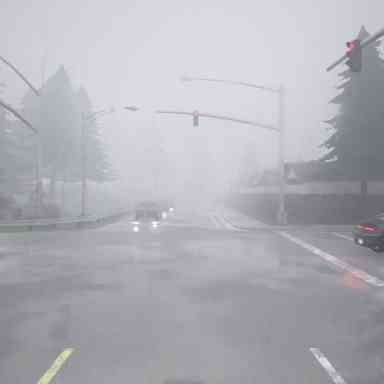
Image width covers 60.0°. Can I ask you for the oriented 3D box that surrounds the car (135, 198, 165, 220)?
[{"bbox_3d":[-3.611,1.505,28.043,1.837,1.490,4.892,0,0,0],"label":"car"}]

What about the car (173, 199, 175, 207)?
[{"bbox_3d":[-3.528,1.504,48.312,1.837,1.490,4.892,0,0,2],"label":"car"}]

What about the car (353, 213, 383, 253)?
[{"bbox_3d":[7.766,1.313,10.577,4.892,1.490,1.837,0,0,-1],"label":"car"}]

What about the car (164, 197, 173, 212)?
[{"bbox_3d":[-3.609,1.564,37.957,1.994,1.385,4.181,0,0,0],"label":"car"}]

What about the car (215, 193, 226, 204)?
[{"bbox_3d":[6.882,1.206,60.868,5.566,2.045,2.150,0,0,-22],"label":"car"}]
